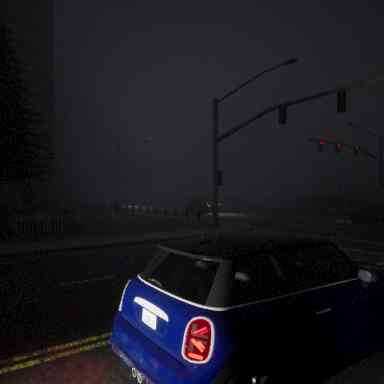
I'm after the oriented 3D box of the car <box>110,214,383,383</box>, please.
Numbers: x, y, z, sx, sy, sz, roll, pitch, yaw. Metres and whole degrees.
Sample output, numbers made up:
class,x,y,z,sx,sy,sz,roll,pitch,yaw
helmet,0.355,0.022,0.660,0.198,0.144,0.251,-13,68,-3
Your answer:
class,x,y,z,sx,sy,sz,roll,pitch,yaw
car,1.288,1.352,4.718,4.553,1.767,2.097,0,0,-35

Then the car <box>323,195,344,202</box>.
class,x,y,z,sx,sy,sz,roll,pitch,yaw
car,31.599,1.364,74.179,1.784,1.438,3.905,0,0,-36

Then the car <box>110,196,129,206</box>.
class,x,y,z,sx,sy,sz,roll,pitch,yaw
car,-12.069,1.493,55.174,2.128,1.511,4.902,0,0,-35

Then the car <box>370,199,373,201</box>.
class,x,y,z,sx,sy,sz,roll,pitch,yaw
car,23.422,1.156,46.878,1.905,1.878,3.866,0,0,-36

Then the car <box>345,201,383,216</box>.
class,x,y,z,sx,sy,sz,roll,pitch,yaw
car,13.107,1.564,22.845,4.181,1.385,1.994,0,0,32

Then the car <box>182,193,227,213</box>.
class,x,y,z,sx,sy,sz,roll,pitch,yaw
car,1.293,1.351,36.481,2.097,1.767,4.553,0,0,-36

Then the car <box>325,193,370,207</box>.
class,x,y,z,sx,sy,sz,roll,pitch,yaw
car,21.034,1.153,45.243,1.932,1.855,4.605,0,0,-36

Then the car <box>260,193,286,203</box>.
class,x,y,z,sx,sy,sz,roll,pitch,yaw
car,15.492,1.395,62.674,1.970,1.475,3.806,0,0,-36

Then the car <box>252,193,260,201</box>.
class,x,y,z,sx,sy,sz,roll,pitch,yaw
car,13.787,1.364,80.000,1.784,1.438,3.905,0,0,-36

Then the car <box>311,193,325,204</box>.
class,x,y,z,sx,sy,sz,roll,pitch,yaw
car,29.203,1.153,72.551,1.932,1.855,4.605,0,0,-36

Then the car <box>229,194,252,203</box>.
class,x,y,z,sx,sy,sz,roll,pitch,yaw
car,11.429,1.395,78.321,1.970,1.475,3.806,0,0,-36
